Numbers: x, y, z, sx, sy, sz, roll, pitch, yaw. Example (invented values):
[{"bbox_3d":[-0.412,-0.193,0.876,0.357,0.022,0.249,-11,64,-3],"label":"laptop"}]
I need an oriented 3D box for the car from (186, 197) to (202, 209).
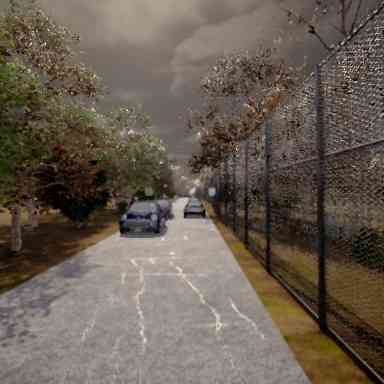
[{"bbox_3d":[0.313,1.427,43.827,1.994,1.385,4.181,0,0,1],"label":"car"}]

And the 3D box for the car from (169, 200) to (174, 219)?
[{"bbox_3d":[-2.615,1.409,28.374,1.837,1.490,4.892,0,0,1],"label":"car"}]

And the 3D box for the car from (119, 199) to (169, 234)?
[{"bbox_3d":[-2.657,1.286,18.705,2.097,1.767,4.553,0,0,1],"label":"car"}]

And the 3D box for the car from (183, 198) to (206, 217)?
[{"bbox_3d":[0.238,1.470,30.052,1.994,1.385,4.181,0,0,1],"label":"car"}]
